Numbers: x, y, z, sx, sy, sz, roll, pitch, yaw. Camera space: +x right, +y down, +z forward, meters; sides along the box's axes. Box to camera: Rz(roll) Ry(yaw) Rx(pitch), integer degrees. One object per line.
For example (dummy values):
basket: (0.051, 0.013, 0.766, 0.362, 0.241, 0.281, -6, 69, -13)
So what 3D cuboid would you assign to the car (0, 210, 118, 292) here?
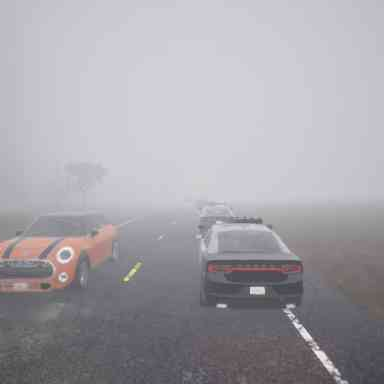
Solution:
car: (-3.495, 1.352, 9.082, 2.097, 1.767, 4.553, 0, 0, 1)

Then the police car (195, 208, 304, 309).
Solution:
police car: (1.117, 1.425, 8.085, 1.930, 1.638, 5.238, 0, 0, 1)

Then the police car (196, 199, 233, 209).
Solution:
police car: (1.310, 1.426, 18.050, 1.930, 1.638, 5.238, 0, 0, 1)

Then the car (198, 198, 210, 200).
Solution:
car: (1.486, 1.456, 24.107, 1.801, 1.575, 5.366, 0, 0, 2)

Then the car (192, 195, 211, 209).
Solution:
car: (1.450, 1.497, 45.940, 1.837, 1.490, 4.892, 0, 0, 4)

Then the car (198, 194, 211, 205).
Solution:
car: (2.342, 1.335, 60.020, 2.097, 1.767, 4.553, 0, 0, 4)

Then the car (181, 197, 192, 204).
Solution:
car: (-0.885, 1.546, 62.788, 1.994, 1.385, 4.181, 0, 0, 5)
